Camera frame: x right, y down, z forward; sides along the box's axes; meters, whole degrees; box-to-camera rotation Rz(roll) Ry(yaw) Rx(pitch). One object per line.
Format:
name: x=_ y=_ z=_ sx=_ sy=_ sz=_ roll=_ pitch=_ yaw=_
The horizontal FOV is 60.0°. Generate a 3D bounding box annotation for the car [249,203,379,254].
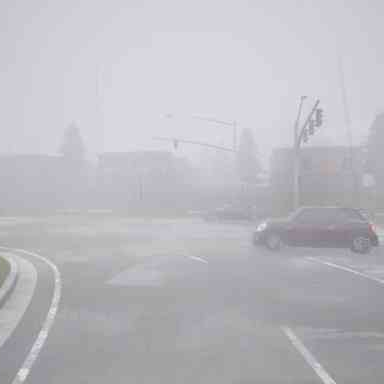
car: x=4.705 y=1.352 z=13.196 sx=4.553 sy=1.767 sz=2.097 roll=0 pitch=0 yaw=12

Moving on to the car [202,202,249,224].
car: x=3.199 y=1.491 z=24.251 sx=4.902 sy=1.511 sz=2.128 roll=0 pitch=0 yaw=12
